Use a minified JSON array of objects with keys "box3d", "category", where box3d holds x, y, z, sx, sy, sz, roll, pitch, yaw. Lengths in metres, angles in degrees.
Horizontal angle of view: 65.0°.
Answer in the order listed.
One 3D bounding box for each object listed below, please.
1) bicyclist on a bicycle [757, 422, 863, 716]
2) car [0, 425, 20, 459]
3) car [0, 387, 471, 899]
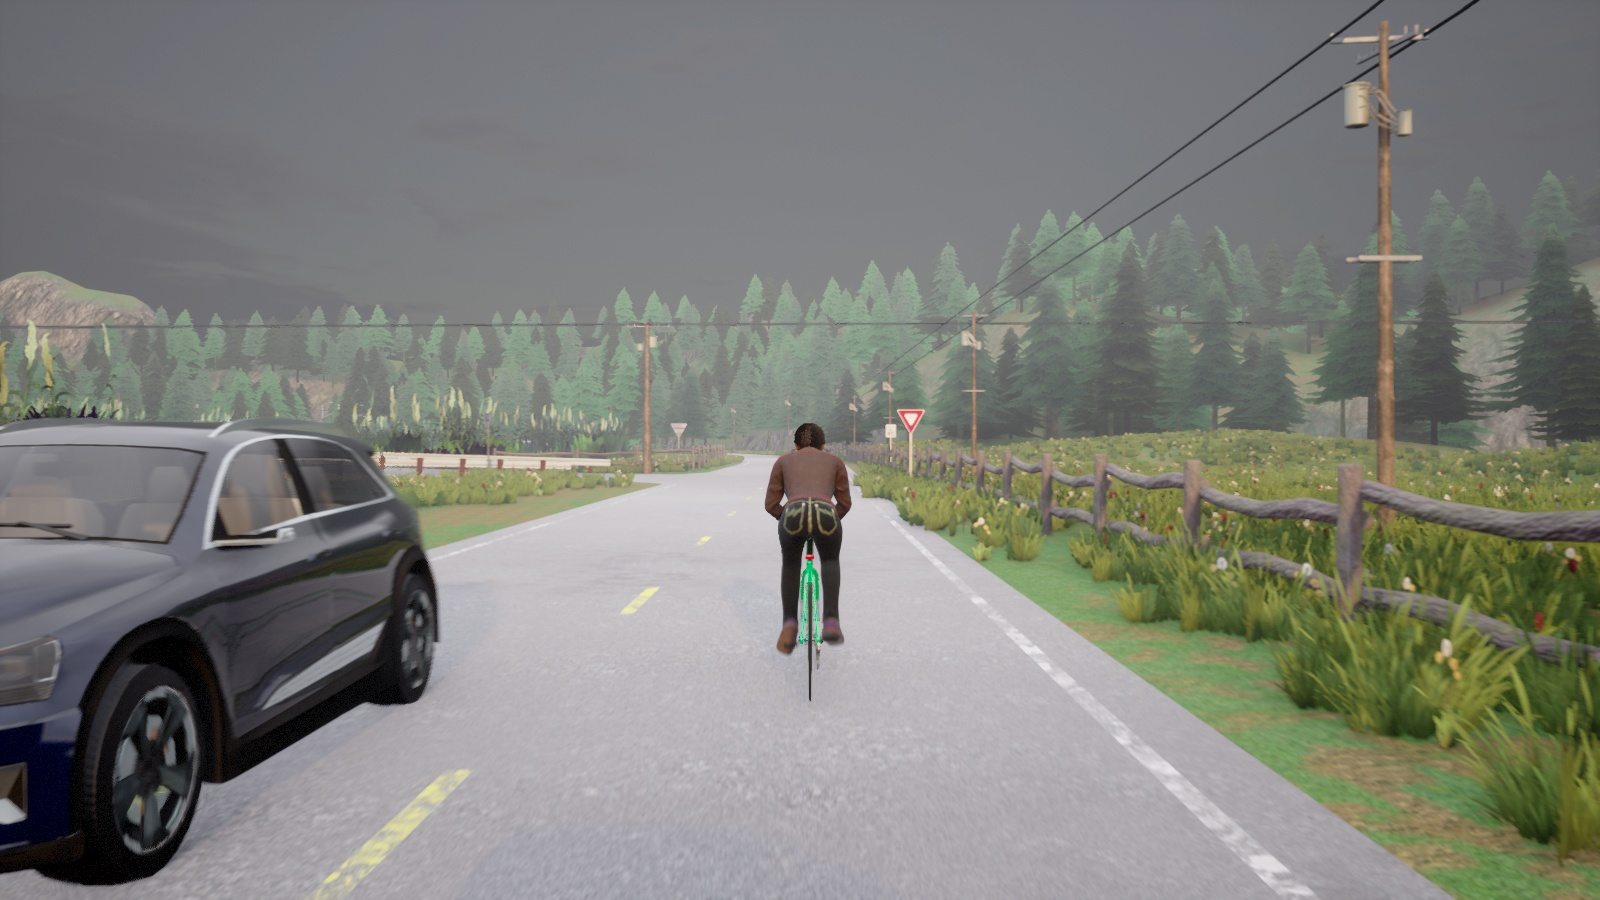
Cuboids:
[{"box3d":[0.059,0.656,7.761,0.582,1.620,1.656,0,0,0],"category":"bicyclist on a bicycle"},{"box3d":[-37.016,-0.331,55.567,3.806,1.475,1.970,-1,0,2],"category":"car"},{"box3d":[-3.152,0.642,5.666,2.033,1.649,4.856,0,0,0],"category":"car"}]
